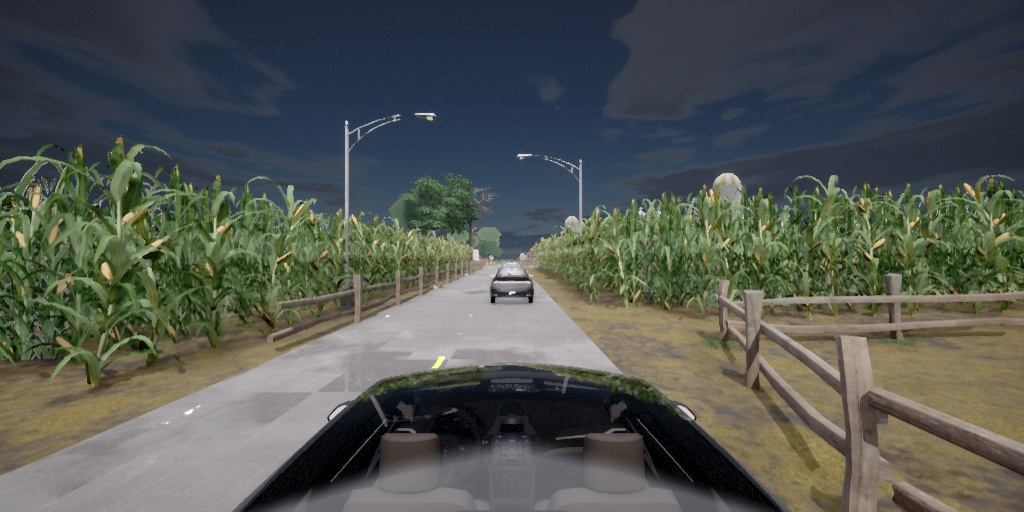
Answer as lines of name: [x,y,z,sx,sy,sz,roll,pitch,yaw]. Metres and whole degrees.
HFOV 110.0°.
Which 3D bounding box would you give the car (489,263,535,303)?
car: [0.000,1.250,16.502,2.128,1.511,4.902,0,0,0]
